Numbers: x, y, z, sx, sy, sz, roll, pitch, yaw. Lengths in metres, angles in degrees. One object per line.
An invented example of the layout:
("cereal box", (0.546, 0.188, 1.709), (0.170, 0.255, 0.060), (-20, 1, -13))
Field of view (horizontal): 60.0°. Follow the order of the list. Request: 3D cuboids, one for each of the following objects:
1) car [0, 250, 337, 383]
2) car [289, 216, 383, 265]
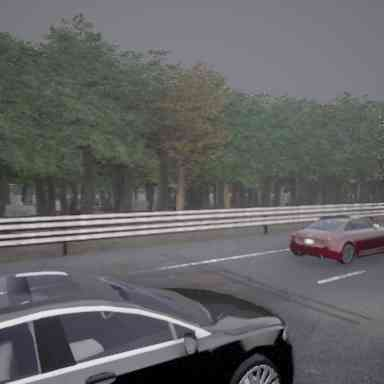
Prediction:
("car", (-1.138, 1.486, 2.893), (4.902, 1.511, 2.128), (0, 0, -35))
("car", (5.369, 1.525, 11.623), (4.181, 1.385, 1.994), (0, 0, -34))
